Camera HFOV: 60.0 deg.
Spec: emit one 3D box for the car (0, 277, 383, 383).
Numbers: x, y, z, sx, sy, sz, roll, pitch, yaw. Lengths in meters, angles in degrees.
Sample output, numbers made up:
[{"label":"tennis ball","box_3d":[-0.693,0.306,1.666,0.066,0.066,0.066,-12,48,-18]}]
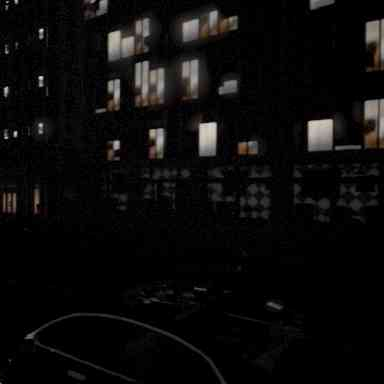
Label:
[{"label":"car","box_3d":[-0.395,1.547,3.136,4.403,1.369,2.008,0,1,35]}]
